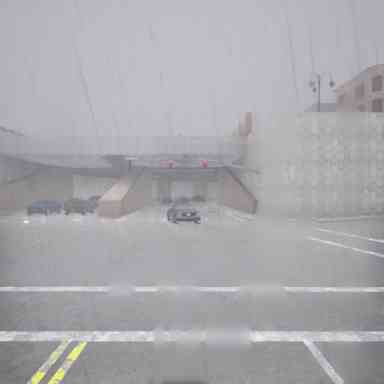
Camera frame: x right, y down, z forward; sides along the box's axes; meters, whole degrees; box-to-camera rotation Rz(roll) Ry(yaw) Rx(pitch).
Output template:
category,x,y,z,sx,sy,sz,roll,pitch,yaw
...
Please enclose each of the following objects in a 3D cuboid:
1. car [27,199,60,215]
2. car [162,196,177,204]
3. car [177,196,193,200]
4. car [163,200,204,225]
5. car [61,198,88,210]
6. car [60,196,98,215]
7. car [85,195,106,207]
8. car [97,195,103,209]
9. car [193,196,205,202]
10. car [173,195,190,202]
category,x,y,z,sx,sy,sz,roll,pitch,yaw
car,-14.825,1.478,33.630,1.882,1.535,5.008,0,0,-1
car,-4.579,1.547,63.772,2.033,1.411,5.357,0,0,4
car,-1.153,1.525,53.378,1.812,1.442,4.674,0,0,-2
car,-0.641,1.547,24.355,2.033,1.411,5.357,0,0,-10
car,-15.065,1.505,42.976,1.837,1.490,4.892,0,0,-1
car,-11.327,1.505,33.746,1.837,1.490,4.892,0,0,-1
car,-15.284,1.352,53.042,2.097,1.767,4.553,0,0,-1
car,-11.560,1.352,42.876,2.097,1.767,4.553,0,0,-1
car,1.382,1.524,74.511,1.812,1.442,4.674,0,0,28
car,-2.353,1.524,74.694,1.812,1.442,4.674,0,0,24
